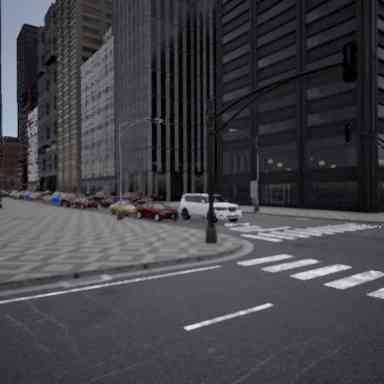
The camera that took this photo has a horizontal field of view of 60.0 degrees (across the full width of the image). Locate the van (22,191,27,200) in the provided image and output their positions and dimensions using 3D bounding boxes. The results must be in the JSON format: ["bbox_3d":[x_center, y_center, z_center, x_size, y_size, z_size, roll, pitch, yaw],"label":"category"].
[{"bbox_3d":[-32.327,0.791,66.668,1.690,1.788,3.998,0,0,-36],"label":"van"}]

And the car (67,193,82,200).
[{"bbox_3d":[-25.414,0.929,71.656,1.887,1.381,4.507,0,0,-36],"label":"car"}]

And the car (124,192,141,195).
[{"bbox_3d":[-8.952,0.974,48.854,2.192,1.841,5.009,0,0,-36],"label":"car"}]

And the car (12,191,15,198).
[{"bbox_3d":[-38.913,0.885,75.790,2.008,1.369,4.403,0,0,-36],"label":"car"}]

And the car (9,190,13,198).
[{"bbox_3d":[-42.205,0.820,80.350,1.887,1.381,4.507,0,0,-36],"label":"car"}]

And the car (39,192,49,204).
[{"bbox_3d":[-22.453,1.170,52.988,2.008,1.369,4.403,0,0,-36],"label":"car"}]

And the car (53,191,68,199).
[{"bbox_3d":[-31.996,0.584,80.775,2.192,1.841,5.009,0,0,-36],"label":"car"}]

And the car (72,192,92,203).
[{"bbox_3d":[-19.540,0.896,58.947,2.097,1.767,4.553,-1,1,-36],"label":"car"}]

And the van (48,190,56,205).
[{"bbox_3d":[-19.159,1.014,48.427,1.690,1.788,3.998,0,0,-36],"label":"van"}]

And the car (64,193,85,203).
[{"bbox_3d":[-18.577,0.893,52.486,1.994,1.385,4.181,-1,1,-36],"label":"car"}]

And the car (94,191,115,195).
[{"bbox_3d":[-13.378,0.865,50.480,2.150,2.045,5.566,-1,1,-38],"label":"car"}]

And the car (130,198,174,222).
[{"bbox_3d":[-2.698,1.461,25.625,1.887,1.381,4.507,0,0,-36],"label":"car"}]

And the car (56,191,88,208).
[{"bbox_3d":[-15.866,1.040,43.866,2.192,1.841,5.009,0,0,-36],"label":"car"}]

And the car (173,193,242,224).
[{"bbox_3d":[1.211,1.141,24.903,2.150,2.045,5.566,-1,1,-36],"label":"car"}]

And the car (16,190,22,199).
[{"bbox_3d":[-35.620,0.707,71.228,2.192,1.841,5.009,0,0,-36],"label":"car"}]

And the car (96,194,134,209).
[{"bbox_3d":[-9.106,1.320,39.205,2.033,1.411,5.357,-1,1,-36],"label":"car"}]

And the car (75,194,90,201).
[{"bbox_3d":[-22.122,1.024,67.096,1.802,1.307,4.206,0,0,-36],"label":"car"}]

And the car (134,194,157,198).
[{"bbox_3d":[-5.662,1.276,44.295,1.947,1.339,4.313,0,0,-36],"label":"car"}]

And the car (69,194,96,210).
[{"bbox_3d":[-12.575,1.320,39.306,1.887,1.381,4.507,0,0,-36],"label":"car"}]

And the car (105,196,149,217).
[{"bbox_3d":[-5.891,1.398,30.047,1.752,1.417,4.829,0,0,-36],"label":"car"}]

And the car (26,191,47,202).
[{"bbox_3d":[-29.036,0.947,62.108,1.967,1.590,4.097,0,0,-36],"label":"car"}]

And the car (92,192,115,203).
[{"bbox_3d":[-15.536,0.869,57.974,2.192,1.841,5.009,0,0,-36],"label":"car"}]
